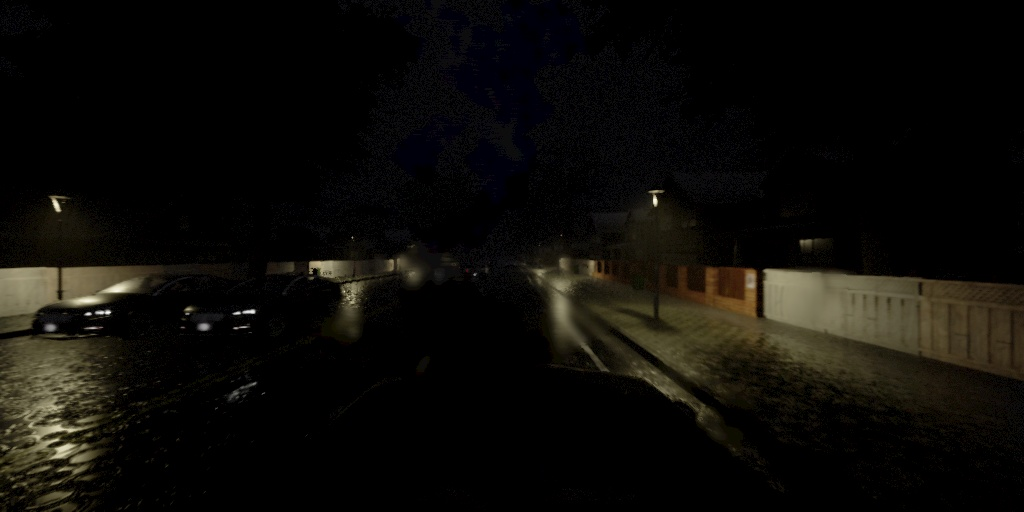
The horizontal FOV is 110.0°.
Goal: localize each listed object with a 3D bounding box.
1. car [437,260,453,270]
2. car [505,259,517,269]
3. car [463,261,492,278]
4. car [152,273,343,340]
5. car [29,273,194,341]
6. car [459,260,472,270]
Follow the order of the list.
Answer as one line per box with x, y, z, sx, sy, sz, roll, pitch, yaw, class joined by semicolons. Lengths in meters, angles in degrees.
-10.010;1.319;53.891;2.128;1.511;4.902;0;0;0;car
-0.127;1.352;59.259;2.033;1.411;5.357;0;0;0;car
-3.277;1.379;34.531;1.895;1.301;4.718;0;0;0;car
-6.626;1.261;10.161;2.128;1.511;4.902;0;0;0;car
-9.877;1.272;10.123;2.128;1.511;4.902;0;0;0;car
-6.759;1.321;53.799;1.837;1.490;4.892;0;0;0;car
